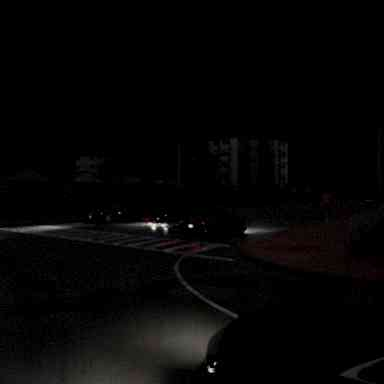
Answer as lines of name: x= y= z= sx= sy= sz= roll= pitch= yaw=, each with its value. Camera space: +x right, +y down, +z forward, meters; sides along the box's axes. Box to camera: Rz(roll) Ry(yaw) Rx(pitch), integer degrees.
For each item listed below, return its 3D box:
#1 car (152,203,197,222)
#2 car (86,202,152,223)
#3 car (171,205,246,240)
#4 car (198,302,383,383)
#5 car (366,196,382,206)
car: x=-0.868 y=1.569 z=26.440 sx=2.033 sy=1.411 sz=5.357 roll=0 pitch=0 yaw=38
car: x=-5.804 y=1.518 z=25.783 sx=2.128 sy=1.511 sz=4.902 roll=0 pitch=0 yaw=38
car: x=1.135 y=1.576 z=17.258 sx=1.994 sy=1.385 sz=4.181 roll=0 pitch=0 yaw=36
car: x=2.314 y=1.504 z=2.340 sx=4.892 sy=1.490 sz=1.837 roll=0 pitch=0 yaw=35
car: x=30.549 y=1.515 z=55.886 sx=1.837 sy=1.490 sz=4.892 roll=0 pitch=0 yaw=37
